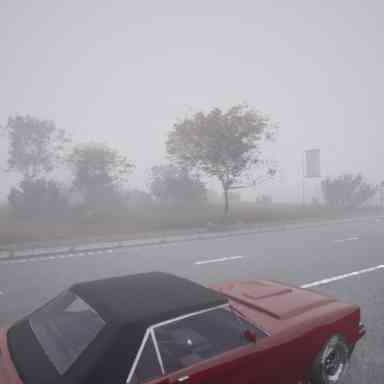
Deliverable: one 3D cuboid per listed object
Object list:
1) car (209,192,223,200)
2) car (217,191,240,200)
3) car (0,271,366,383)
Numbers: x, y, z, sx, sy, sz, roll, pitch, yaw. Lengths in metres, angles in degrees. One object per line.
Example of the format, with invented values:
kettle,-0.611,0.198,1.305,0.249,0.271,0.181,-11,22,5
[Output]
car,4.509,0.883,66.685,1.882,1.535,5.008,-1,1,-37
car,7.456,0.706,68.610,2.097,1.767,4.553,-1,1,-38
car,-0.164,1.594,3.563,4.718,1.301,1.895,0,0,-35
